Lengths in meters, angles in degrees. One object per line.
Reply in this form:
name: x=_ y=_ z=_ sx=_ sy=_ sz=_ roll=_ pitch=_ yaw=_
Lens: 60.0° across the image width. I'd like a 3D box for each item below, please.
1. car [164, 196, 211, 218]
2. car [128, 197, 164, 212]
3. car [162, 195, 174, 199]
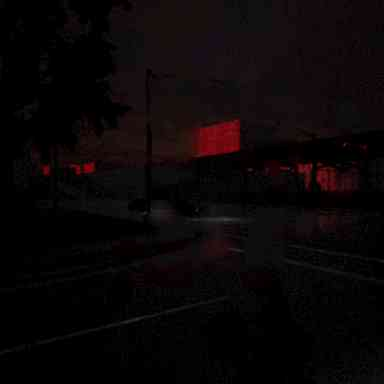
car: x=-0.261 y=1.462 z=30.605 sx=1.882 sy=1.535 sz=5.008 roll=0 pitch=0 yaw=-34
car: x=-5.782 y=1.533 z=38.888 sx=2.033 sy=1.411 sz=5.357 roll=0 pitch=0 yaw=-33
car: x=-4.708 y=1.324 z=62.640 sx=2.097 sy=1.767 sz=4.553 roll=0 pitch=0 yaw=-34
